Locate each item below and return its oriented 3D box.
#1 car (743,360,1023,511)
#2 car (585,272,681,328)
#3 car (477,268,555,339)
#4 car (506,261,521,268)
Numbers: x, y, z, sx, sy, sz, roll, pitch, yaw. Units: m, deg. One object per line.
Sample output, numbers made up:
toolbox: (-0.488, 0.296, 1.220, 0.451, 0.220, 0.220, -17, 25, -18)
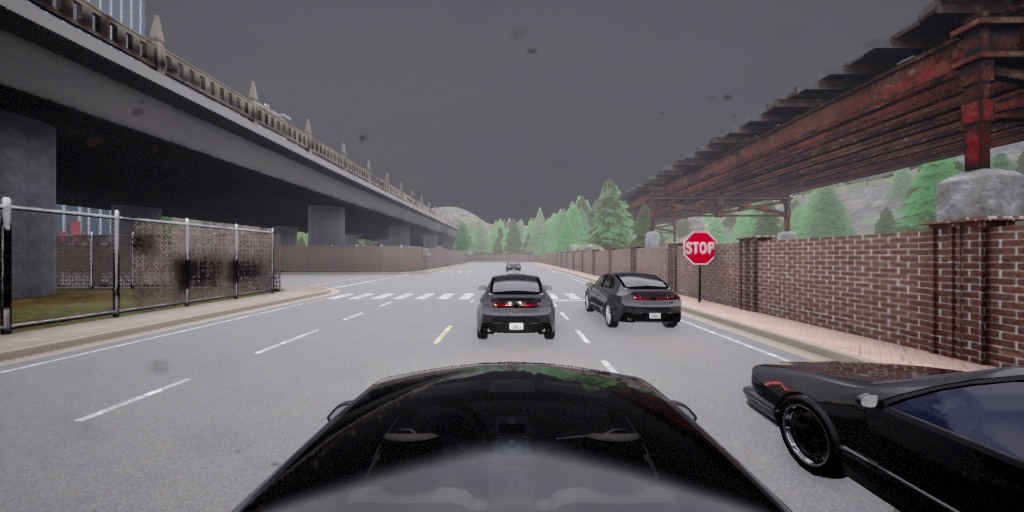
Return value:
car: (3.600, 1.297, 1.675, 2.033, 1.411, 5.357, 0, 0, 0)
car: (3.598, 1.255, 11.421, 1.837, 1.490, 4.892, 0, 0, 0)
car: (0.096, 1.255, 10.061, 1.837, 1.490, 4.892, 0, 0, 0)
car: (0.173, 1.351, 46.340, 1.895, 1.301, 4.718, 0, 0, -1)
